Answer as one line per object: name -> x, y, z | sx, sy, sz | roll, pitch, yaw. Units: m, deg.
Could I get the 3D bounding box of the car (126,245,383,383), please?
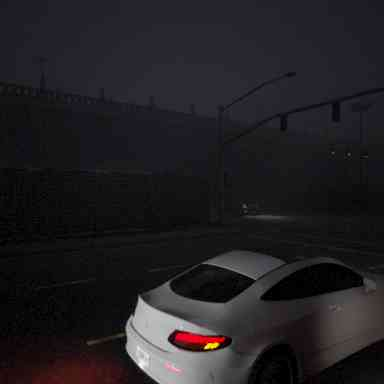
car -> 1.378, 1.524, 4.766 | 4.674, 1.442, 1.812 | 0, 0, -35

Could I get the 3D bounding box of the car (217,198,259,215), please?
car -> 4.632, 1.397, 33.976 | 2.097, 1.767, 4.553 | 0, 0, -36
